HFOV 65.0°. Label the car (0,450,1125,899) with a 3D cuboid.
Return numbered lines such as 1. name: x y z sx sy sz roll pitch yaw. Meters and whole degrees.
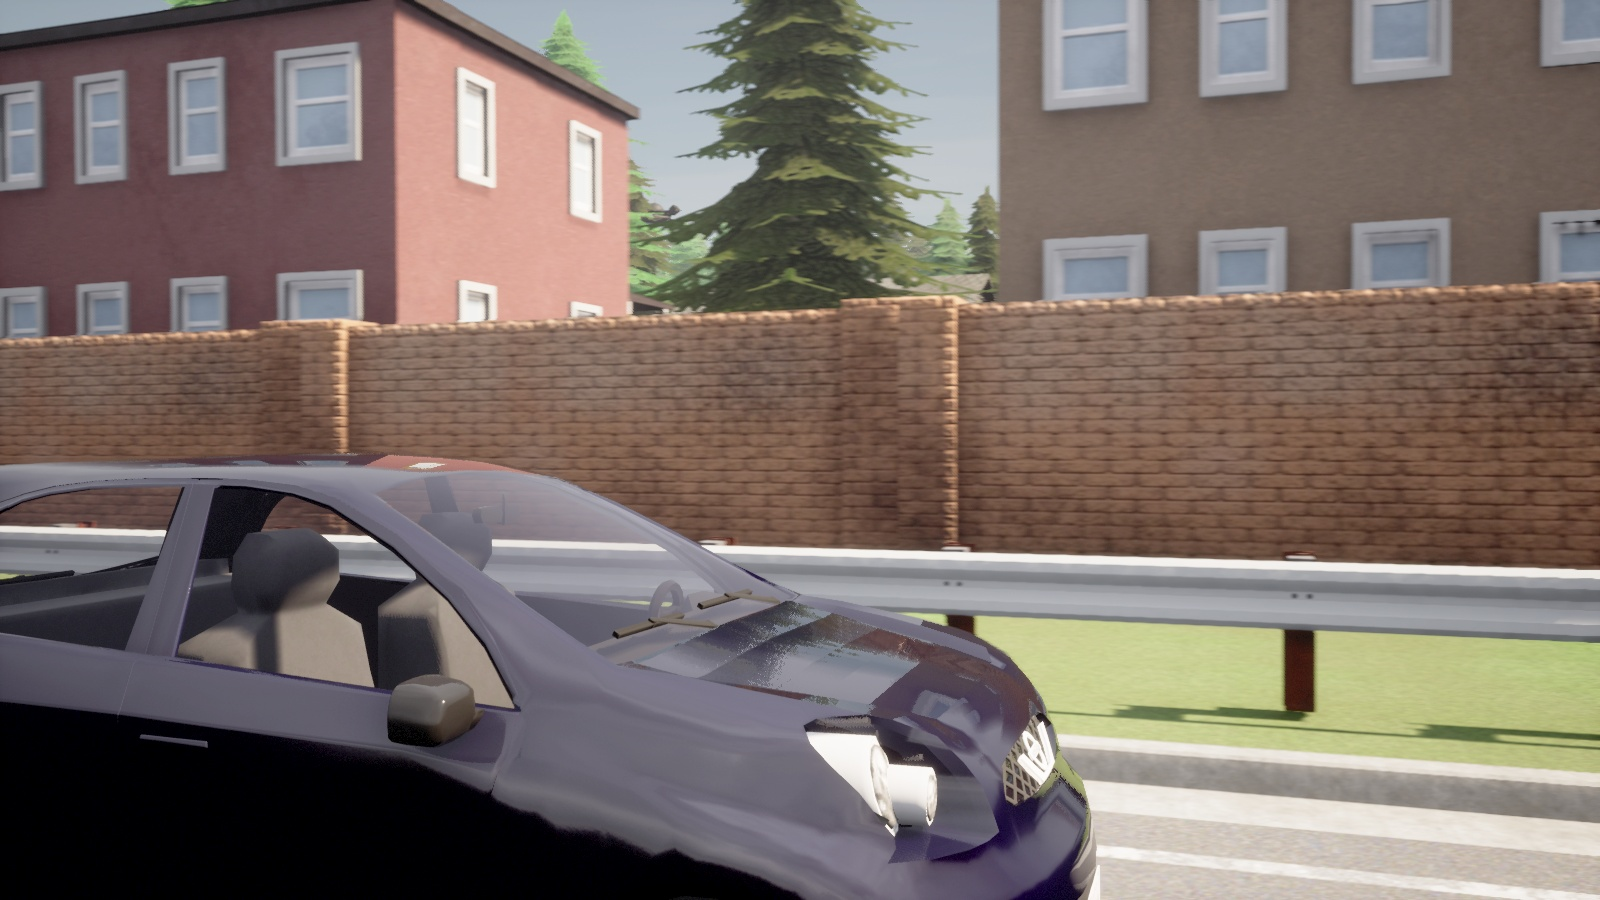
1. car: -1.031 0.780 3.540 3.633 1.501 1.845 1 1 19
